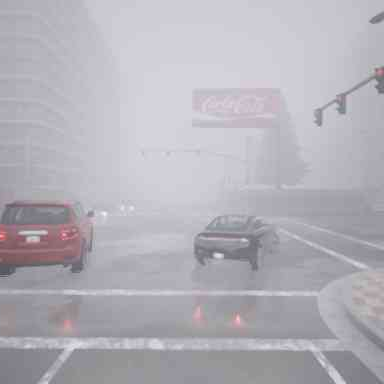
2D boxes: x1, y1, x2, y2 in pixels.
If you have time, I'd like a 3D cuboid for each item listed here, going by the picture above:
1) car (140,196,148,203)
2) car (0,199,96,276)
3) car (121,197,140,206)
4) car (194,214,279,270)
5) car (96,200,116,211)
[{"bbox_3d":[-10.500,1.525,71.216,2.033,1.411,5.357,0,0,0],"label":"car"},{"bbox_3d":[-4.444,1.222,10.647,2.150,2.045,5.566,0,0,-13],"label":"car"},{"bbox_3d":[-10.551,1.593,55.630,1.895,1.301,4.718,0,0,1],"label":"car"},{"bbox_3d":[1.653,1.491,11.159,2.128,1.511,4.902,0,0,23],"label":"car"},{"bbox_3d":[-10.589,1.595,39.813,1.895,1.301,4.718,0,0,0],"label":"car"}]
